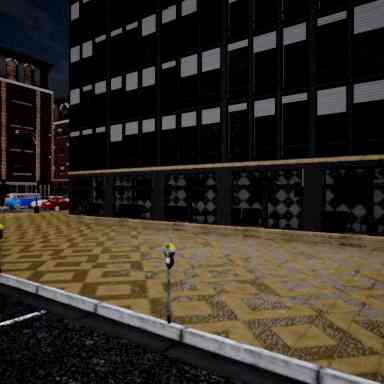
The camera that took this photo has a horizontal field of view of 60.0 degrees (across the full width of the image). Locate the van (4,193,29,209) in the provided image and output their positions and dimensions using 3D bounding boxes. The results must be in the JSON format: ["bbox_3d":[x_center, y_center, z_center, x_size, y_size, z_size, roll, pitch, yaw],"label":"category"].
[{"bbox_3d":[-20.059,1.050,39.628,1.690,1.788,3.998,1,1,35],"label":"van"}]

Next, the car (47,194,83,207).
[{"bbox_3d":[-16.824,1.079,44.269,1.967,1.590,4.097,1,1,35],"label":"car"}]

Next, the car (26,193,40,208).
[{"bbox_3d":[-16.851,1.214,39.943,1.812,1.442,4.674,0,1,35],"label":"car"}]

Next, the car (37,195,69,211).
[{"bbox_3d":[-13.582,1.269,35.145,1.887,1.381,4.507,1,1,35],"label":"car"}]
